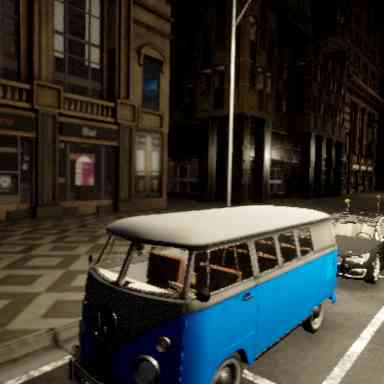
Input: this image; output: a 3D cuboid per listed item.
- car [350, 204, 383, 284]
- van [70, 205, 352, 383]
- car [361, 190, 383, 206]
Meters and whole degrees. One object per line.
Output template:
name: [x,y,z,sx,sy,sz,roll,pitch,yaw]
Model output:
car: [4.209,1.229,8.608,2.008,1.369,4.403,4,4,41]
van: [0.528,1.131,4.359,1.690,1.788,3.998,4,4,41]
car: [7.900,0.881,12.836,2.192,1.841,5.009,4,4,41]
